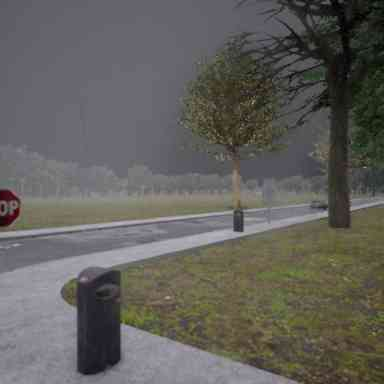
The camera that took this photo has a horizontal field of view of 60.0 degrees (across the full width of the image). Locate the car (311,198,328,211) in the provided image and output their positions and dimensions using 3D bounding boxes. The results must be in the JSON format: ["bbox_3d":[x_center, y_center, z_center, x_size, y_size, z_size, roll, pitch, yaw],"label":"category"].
[{"bbox_3d":[16.616,1.548,42.479,2.128,1.511,4.902,0,0,36],"label":"car"}]

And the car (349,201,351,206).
[{"bbox_3d":[23.407,1.586,51.944,1.812,1.442,4.674,0,0,35],"label":"car"}]
